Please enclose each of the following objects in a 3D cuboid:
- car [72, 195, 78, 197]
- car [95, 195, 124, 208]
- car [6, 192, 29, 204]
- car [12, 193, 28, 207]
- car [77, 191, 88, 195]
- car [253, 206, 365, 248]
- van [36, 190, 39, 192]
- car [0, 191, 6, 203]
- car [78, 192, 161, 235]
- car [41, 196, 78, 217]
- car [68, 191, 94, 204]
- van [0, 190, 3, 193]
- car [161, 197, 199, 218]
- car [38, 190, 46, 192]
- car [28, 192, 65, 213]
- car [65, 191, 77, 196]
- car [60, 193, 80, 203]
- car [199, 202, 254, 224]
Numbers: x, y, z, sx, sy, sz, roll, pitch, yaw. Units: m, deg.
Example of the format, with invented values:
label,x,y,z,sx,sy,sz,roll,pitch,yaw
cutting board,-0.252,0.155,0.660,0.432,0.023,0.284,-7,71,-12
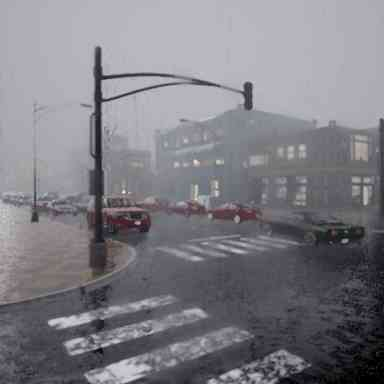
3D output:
label,x,y,z,sx,sy,sz,roll,pitch,yaw
car,-8.623,1.245,28.514,1.994,1.385,4.181,0,1,-36
car,-10.132,1.123,40.568,2.008,1.369,4.403,1,0,-36
car,-23.408,1.044,44.699,1.802,1.307,4.206,1,0,-36
car,-20.175,1.102,40.190,1.802,1.307,4.206,1,0,-36
car,-13.360,0.831,45.074,2.192,1.841,5.009,1,0,-36
car,4.924,1.502,14.592,1.895,1.301,4.718,0,1,-22
van,-32.756,0.493,72.118,1.690,1.788,3.998,1,0,-36
car,-26.639,0.948,49.206,1.887,1.381,4.507,1,0,-36
car,-4.009,1.109,17.656,2.192,1.841,5.009,1,0,-36
car,-10.478,1.269,26.671,1.802,1.307,4.206,1,0,-36
car,-16.593,0.773,49.583,2.192,1.841,5.009,1,0,-36
van,-36.332,0.560,62.727,1.690,1.788,3.998,1,0,-36
car,-0.435,1.318,27.046,1.802,1.307,4.206,1,0,-36
car,-22.767,0.738,53.552,2.097,1.767,4.553,0,1,-36
car,-13.708,1.072,31.177,1.967,1.590,4.097,1,0,-36
car,-16.783,1.000,45.286,1.837,1.490,4.892,0,1,-35
car,-19.928,0.922,54.229,1.752,1.417,4.829,1,0,-36
car,2.797,1.334,22.540,1.887,1.381,4.507,1,0,-36
